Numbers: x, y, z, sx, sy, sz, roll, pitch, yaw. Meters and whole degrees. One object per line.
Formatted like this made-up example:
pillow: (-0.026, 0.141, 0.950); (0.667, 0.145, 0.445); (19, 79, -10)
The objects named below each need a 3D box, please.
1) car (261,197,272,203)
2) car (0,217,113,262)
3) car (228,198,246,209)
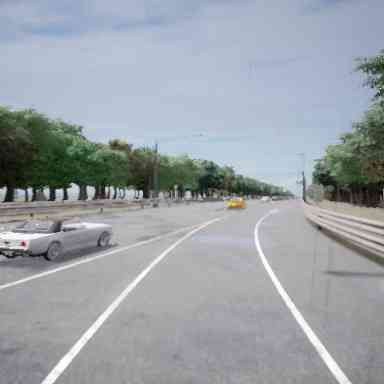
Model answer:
car: (18.659, 1.954, 84.512); (1.812, 1.442, 4.674); (0, -1, 18)
car: (-4.849, 1.582, 12.202); (1.895, 1.301, 4.718); (0, 0, 18)
car: (6.491, 1.577, 47.283); (1.882, 1.535, 5.008); (0, 0, 18)
